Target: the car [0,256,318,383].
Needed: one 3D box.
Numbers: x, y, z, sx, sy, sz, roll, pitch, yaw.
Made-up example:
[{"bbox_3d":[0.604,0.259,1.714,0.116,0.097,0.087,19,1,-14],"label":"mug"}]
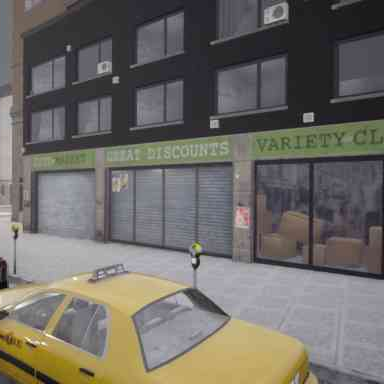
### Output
[{"bbox_3d":[-1.142,1.525,3.896,4.829,1.417,1.752,0,1,35],"label":"car"}]
